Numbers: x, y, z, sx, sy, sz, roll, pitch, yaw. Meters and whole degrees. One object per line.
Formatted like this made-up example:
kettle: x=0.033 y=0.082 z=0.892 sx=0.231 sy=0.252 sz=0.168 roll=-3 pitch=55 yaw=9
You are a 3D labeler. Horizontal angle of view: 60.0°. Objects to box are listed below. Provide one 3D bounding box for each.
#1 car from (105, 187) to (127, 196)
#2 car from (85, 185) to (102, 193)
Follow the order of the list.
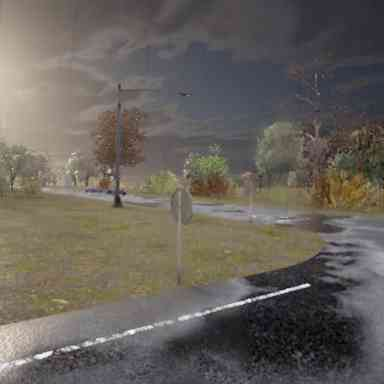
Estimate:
car: x=-11.892 y=-0.105 z=51.762 sx=1.895 sy=1.301 sz=4.718 roll=0 pitch=2 yaw=-36
car: x=-17.717 y=-0.535 z=59.853 sx=2.128 sy=1.511 sz=4.902 roll=0 pitch=2 yaw=-36
